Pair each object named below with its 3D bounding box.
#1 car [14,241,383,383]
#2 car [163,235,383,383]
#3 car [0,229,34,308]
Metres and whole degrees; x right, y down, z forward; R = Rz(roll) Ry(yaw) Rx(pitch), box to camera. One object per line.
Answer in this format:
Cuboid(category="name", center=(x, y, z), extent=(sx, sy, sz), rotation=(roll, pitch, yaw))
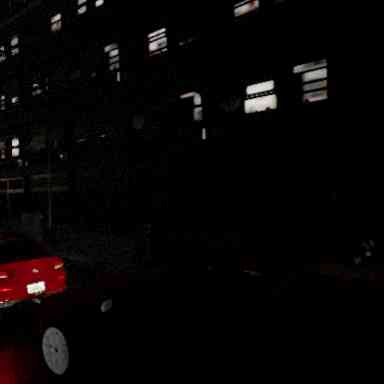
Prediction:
Cuboid(category="car", center=(0.188, 1.504, 3.826), extent=(5.008, 1.535, 1.882), rotation=(0, 0, 36))
Cuboid(category="car", center=(2.004, 1.561, 4.682), extent=(4.829, 1.417, 1.752), rotation=(0, -2, 36))
Cuboid(category="car", center=(-4.669, 1.563, 7.353), extent=(4.674, 1.442, 1.812), rotation=(0, 0, 36))
